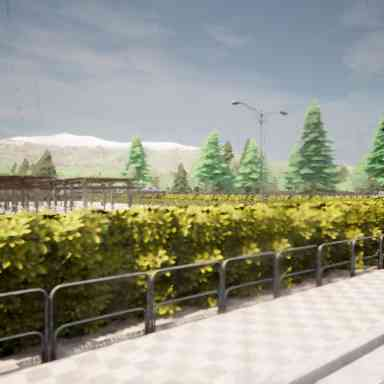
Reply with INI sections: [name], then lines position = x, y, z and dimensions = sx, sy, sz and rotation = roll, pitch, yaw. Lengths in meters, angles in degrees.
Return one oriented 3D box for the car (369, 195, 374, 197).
[car]
position = 41.920, 1.536, 77.410
dimensions = 1.812, 1.442, 4.674
rotation = 0, 0, 5
